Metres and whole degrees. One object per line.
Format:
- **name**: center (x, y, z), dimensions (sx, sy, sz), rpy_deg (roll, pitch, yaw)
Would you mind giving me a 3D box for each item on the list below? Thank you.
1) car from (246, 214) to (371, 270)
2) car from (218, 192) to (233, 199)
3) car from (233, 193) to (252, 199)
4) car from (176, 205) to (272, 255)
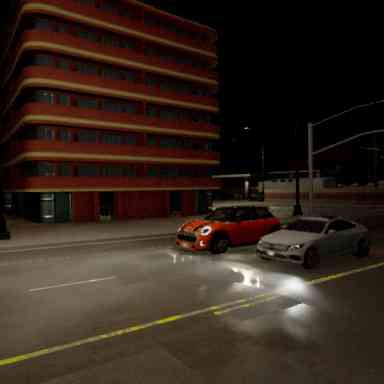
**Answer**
- **car**: center (4.266, 1.551, 11.301), dimensions (4.674, 1.442, 1.812), rpy_deg (0, 0, -35)
- **car**: center (8.949, 0.927, 86.191), dimensions (4.611, 1.667, 2.242), rpy_deg (-1, 1, -35)
- **car**: center (12.919, 1.058, 81.968), dimensions (3.806, 1.475, 1.970), rpy_deg (-1, 1, -35)
- **car**: center (1.575, 1.388, 13.684), dimensions (4.553, 1.767, 2.097), rpy_deg (0, 0, -35)
